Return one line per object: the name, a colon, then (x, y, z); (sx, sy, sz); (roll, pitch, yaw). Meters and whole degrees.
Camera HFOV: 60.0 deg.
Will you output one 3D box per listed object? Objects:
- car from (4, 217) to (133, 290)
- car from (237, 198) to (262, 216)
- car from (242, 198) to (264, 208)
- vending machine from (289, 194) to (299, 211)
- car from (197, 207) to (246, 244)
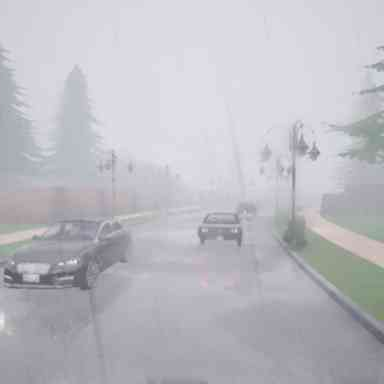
car: (-3.023, 1.488, 9.207); (2.128, 1.511, 4.902); (0, 0, 6)
car: (5.612, 1.549, 33.145); (1.837, 1.490, 4.892); (0, 0, 18)
car: (9.430, 1.596, 51.062); (1.812, 1.442, 4.674); (0, 0, 29)
vending machine: (12.459, 1.268, 40.747); (1.100, 2.100, 0.880); (0, 0, 24)
car: (1.472, 1.618, 15.880); (1.895, 1.301, 4.718); (0, 0, 9)
